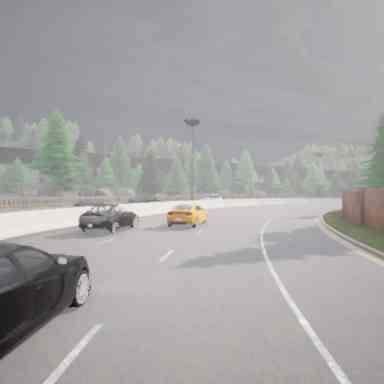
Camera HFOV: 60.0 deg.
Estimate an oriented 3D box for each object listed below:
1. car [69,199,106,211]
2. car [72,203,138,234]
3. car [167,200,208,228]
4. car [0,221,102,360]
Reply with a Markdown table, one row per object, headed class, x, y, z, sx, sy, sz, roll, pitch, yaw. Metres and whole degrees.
| class | x | y | z | sx | sy | sz | roll | pitch | yaw |
| --- | --- | --- | --- | --- | --- | --- | --- | --- | --- |
| car | -12.754 | 1.565 | 40.868 | 1.994 | 1.385 | 4.181 | 0 | 0 | 23 |
| car | -4.679 | 1.502 | 19.237 | 2.128 | 1.511 | 4.902 | 0 | 0 | 12 |
| car | -0.217 | 1.527 | 22.901 | 1.882 | 1.535 | 5.008 | 0 | 0 | 15 |
| car | -3.132 | 1.467 | 4.941 | 1.882 | 1.535 | 5.008 | 0 | 0 | 3 |
